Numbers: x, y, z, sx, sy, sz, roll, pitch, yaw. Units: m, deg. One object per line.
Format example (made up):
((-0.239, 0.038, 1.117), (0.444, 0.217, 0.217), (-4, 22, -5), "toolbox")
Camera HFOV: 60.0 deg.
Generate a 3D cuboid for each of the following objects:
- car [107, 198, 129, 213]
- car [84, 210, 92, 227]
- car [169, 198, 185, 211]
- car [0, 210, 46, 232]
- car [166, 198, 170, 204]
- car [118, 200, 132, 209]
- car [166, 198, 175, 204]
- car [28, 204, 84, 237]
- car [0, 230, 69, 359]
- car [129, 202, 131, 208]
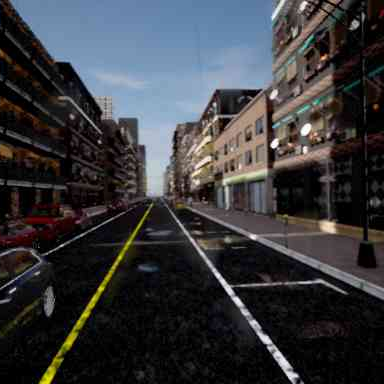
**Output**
((-10.157, 1.759, 44.857), (2.192, 1.841, 5.009), (-1, 0, -6), "car")
((-7.873, 1.859, 22.426), (1.802, 1.307, 4.206), (-1, 0, -6), "car")
((-1.835, 1.815, 45.869), (1.752, 1.417, 4.829), (-1, 0, -6), "car")
((-6.735, 1.633, 11.212), (1.967, 1.590, 4.097), (-1, 0, -6), "car")
((-2.958, 1.915, 56.915), (1.887, 1.381, 4.507), (-1, 0, -6), "car")
((-11.294, 2.071, 56.070), (1.887, 1.381, 4.507), (-1, 0, -6), "car")
((-5.238, 2.085, 79.343), (2.008, 1.369, 4.403), (-1, 0, -6), "car")
((-7.307, 1.550, 16.820), (2.192, 1.841, 5.009), (-1, 0, -6), "car")
((-3.359, 1.597, 4.598), (1.837, 1.490, 4.892), (-1, -1, -6), "car")
((-10.726, 1.925, 50.463), (1.967, 1.590, 4.097), (-1, 0, -6), "car")
